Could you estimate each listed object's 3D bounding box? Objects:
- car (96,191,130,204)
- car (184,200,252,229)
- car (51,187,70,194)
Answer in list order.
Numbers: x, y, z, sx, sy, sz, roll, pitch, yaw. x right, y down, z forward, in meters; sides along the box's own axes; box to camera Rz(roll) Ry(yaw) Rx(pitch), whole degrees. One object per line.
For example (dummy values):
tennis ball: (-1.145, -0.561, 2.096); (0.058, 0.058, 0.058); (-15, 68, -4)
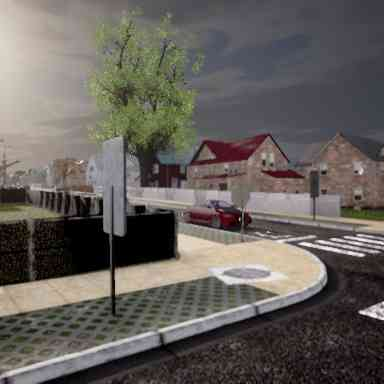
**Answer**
car: (-7.378, 0.615, 30.730); (2.128, 1.511, 4.902); (0, 2, -35)
car: (1.330, 1.149, 18.278); (1.994, 1.385, 4.181); (0, 2, -35)
car: (-18.614, 0.068, 46.960); (1.837, 1.490, 4.892); (0, 2, -35)
